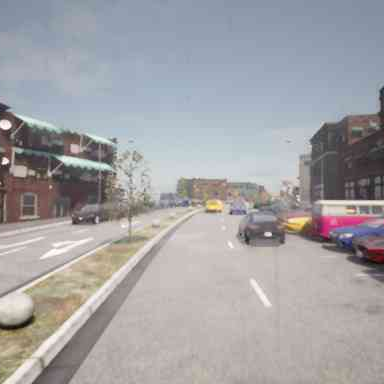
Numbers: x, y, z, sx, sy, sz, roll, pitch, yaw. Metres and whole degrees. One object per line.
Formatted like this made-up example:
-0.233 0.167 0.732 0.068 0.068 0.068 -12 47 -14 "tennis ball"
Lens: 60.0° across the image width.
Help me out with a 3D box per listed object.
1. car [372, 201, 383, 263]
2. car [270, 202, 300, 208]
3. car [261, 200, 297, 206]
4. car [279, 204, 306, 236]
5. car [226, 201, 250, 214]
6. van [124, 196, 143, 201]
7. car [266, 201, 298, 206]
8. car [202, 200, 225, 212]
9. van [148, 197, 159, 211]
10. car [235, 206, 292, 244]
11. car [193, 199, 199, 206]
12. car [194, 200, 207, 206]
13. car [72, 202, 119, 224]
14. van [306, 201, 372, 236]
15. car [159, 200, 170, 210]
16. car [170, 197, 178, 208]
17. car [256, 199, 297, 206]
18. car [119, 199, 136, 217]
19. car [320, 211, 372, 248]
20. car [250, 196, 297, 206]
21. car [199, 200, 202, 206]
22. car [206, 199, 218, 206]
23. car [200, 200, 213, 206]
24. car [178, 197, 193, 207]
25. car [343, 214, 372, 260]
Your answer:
7.905 1.328 8.121 5.566 2.045 2.435 0 0 1 "car"
8.534 1.710 24.353 4.792 1.488 2.163 0 0 4 "car"
9.009 1.700 29.794 4.892 1.521 2.231 0 0 6 "car"
8.036 1.651 18.912 5.366 1.575 1.946 0 0 3 "car"
5.357 1.799 38.999 2.033 1.411 5.357 0 0 7 "car"
-6.791 1.509 37.676 1.878 1.987 4.442 0 0 8 "van"
8.804 1.720 27.069 4.792 1.488 2.163 0 0 5 "car"
2.821 1.758 42.476 1.882 1.535 5.008 0 -1 8 "car"
-6.068 1.546 43.167 1.878 1.987 4.442 0 -1 9 "van"
3.435 1.682 16.789 1.812 1.442 4.674 0 0 3 "car"
-0.749 2.164 70.510 2.185 1.767 4.553 0 -2 14 "car"
2.131 2.683 81.174 2.002 1.452 4.674 0 -2 17 "car"
-7.903 1.688 26.779 2.097 1.535 5.008 0 0 5 "car"
8.210 1.413 16.169 4.442 1.987 1.878 0 0 3 "van"
-5.186 1.872 48.767 2.002 1.452 4.674 0 -1 10 "car"
-4.242 1.954 54.228 2.002 1.452 4.674 0 -1 11 "car"
9.565 1.741 35.354 4.792 1.488 2.163 0 0 7 "car"
-7.406 1.743 32.249 2.163 1.488 4.792 0 0 7 "car"
7.989 1.660 13.460 4.674 1.452 2.002 0 0 2 "car"
10.255 1.488 40.779 5.566 2.045 2.435 0 0 8 "car"
0.659 2.462 75.961 2.231 1.521 4.892 0 -2 16 "car"
5.522 2.897 91.897 2.185 1.767 4.553 -1 -2 19 "car"
3.744 2.860 86.450 2.163 1.488 4.792 0 -2 18 "car"
-2.052 1.890 65.058 2.435 2.045 5.566 0 -2 13 "car"
7.891 1.630 10.846 4.792 1.488 2.163 0 0 2 "car"
